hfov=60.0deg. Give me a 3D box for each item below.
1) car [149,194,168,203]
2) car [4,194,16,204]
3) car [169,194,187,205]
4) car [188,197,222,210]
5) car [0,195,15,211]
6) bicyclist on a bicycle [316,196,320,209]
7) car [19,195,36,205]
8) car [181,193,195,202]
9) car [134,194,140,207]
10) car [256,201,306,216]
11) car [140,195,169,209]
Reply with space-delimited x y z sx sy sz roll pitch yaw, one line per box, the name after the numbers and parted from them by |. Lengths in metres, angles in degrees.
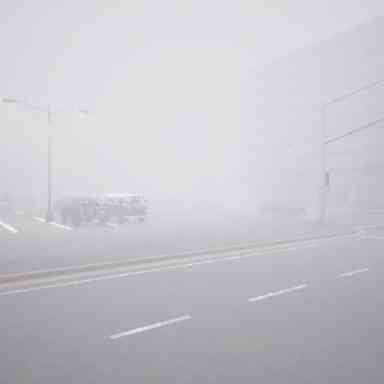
-7.056 1.407 69.343 2.097 1.767 4.553 0 0 -35 | car
-29.725 1.212 53.694 1.905 1.878 3.866 0 0 -35 | car
-3.574 1.533 58.429 1.882 1.535 5.008 0 0 -36 | car
1.950 1.656 44.314 1.895 1.301 4.718 0 0 -35 | car
-21.843 1.451 37.873 1.970 1.475 3.806 0 0 -35 | car
16.475 1.356 42.858 1.656 1.620 0.582 0 0 -35 | bicyclist on a bicycle
-27.331 1.209 55.321 1.932 1.855 4.605 0 0 -35 | car
-1.521 1.277 61.582 2.150 2.045 5.566 0 0 -35 | car
-8.989 1.547 66.007 2.128 1.511 4.902 0 0 -35 | car
9.053 1.603 34.350 2.033 1.411 5.357 0 0 -36 | car
-6.428 1.407 56.148 2.097 1.767 4.553 0 0 -35 | car
